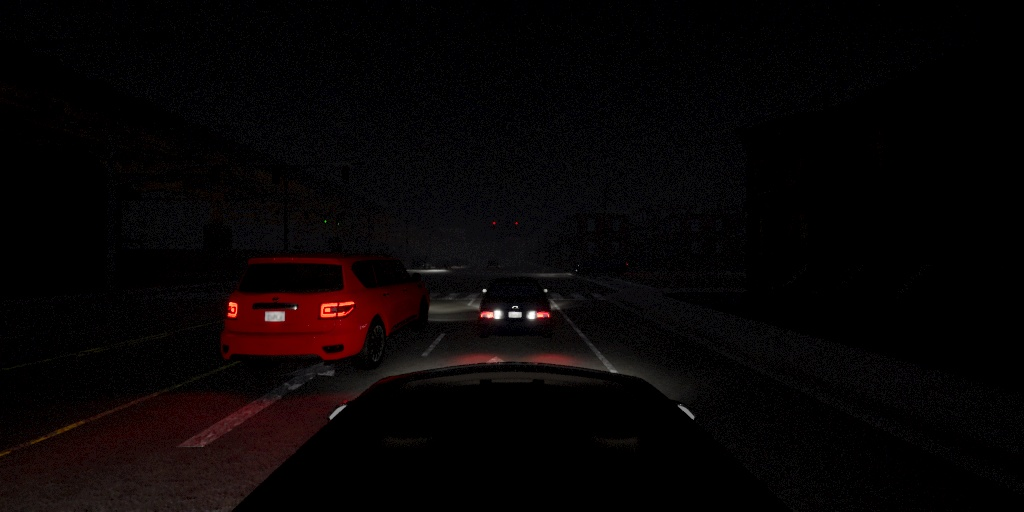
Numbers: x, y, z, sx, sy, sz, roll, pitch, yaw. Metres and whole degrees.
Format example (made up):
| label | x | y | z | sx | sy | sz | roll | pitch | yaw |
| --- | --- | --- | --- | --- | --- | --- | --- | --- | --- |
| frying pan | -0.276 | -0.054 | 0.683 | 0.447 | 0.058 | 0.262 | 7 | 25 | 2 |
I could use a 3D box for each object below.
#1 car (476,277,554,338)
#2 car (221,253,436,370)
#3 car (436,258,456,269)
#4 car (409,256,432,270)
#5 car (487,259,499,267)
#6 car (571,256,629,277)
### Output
| label | x | y | z | sx | sy | sz | roll | pitch | yaw |
| --- | --- | --- | --- | --- | --- | --- | --- | --- | --- |
| car | 0.085 | 1.297 | 10.146 | 2.033 | 1.411 | 5.357 | 0 | 0 | 0 |
| car | -3.424 | 0.971 | 7.893 | 2.150 | 2.045 | 5.566 | 0 | 0 | 0 |
| car | -10.563 | 1.241 | 55.415 | 2.128 | 1.511 | 4.902 | 0 | 0 | 0 |
| car | -14.059 | 0.971 | 55.623 | 2.150 | 2.045 | 5.566 | 0 | 0 | 0 |
| car | -3.382 | 1.241 | 63.650 | 2.128 | 1.511 | 4.902 | 0 | 0 | 0 |
| car | 8.743 | 0.971 | 35.772 | 5.566 | 2.045 | 2.150 | 0 | 0 | -2 |
